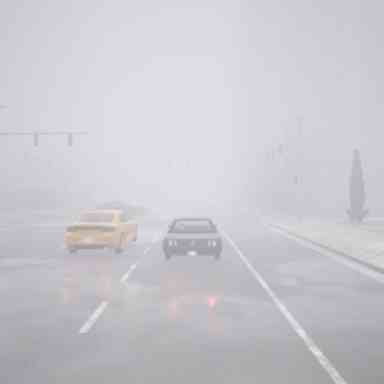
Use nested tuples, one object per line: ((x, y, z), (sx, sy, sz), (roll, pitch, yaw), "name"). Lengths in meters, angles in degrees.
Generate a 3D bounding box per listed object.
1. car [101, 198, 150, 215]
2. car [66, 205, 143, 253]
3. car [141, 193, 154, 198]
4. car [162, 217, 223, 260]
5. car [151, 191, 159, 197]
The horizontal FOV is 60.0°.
((-6.329, 1.511, 30.007), (4.674, 1.442, 1.812), (0, 0, 0), "car")
((-3.453, 1.471, 13.591), (1.882, 1.535, 5.008), (0, -1, 1), "car")
((-10.393, 1.503, 73.672), (2.033, 1.411, 5.357), (0, 0, 1), "car")
((0.036, 1.594, 12.426), (1.895, 1.301, 4.718), (0, 0, 1), "car")
((-10.150, 0.795, 89.307), (2.150, 2.045, 5.566), (0, 0, 1), "car")
